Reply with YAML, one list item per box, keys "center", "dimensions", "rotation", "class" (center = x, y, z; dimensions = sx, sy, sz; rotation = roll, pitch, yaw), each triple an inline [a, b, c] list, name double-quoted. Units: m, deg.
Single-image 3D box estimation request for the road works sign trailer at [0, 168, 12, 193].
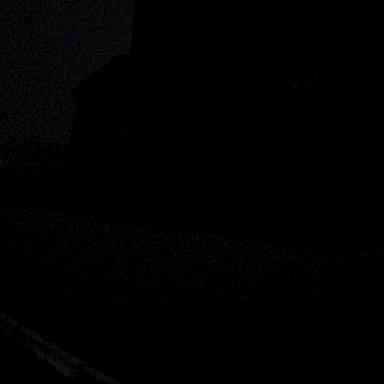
- center: [-17.068, -0.921, 27.774]
  dimensions: [2.880, 2.380, 3.560]
  rotation: [32, 22, 19]
  class: "road works sign trailer"
